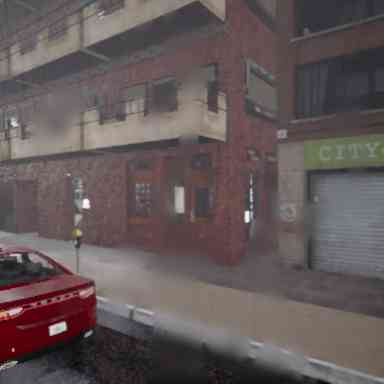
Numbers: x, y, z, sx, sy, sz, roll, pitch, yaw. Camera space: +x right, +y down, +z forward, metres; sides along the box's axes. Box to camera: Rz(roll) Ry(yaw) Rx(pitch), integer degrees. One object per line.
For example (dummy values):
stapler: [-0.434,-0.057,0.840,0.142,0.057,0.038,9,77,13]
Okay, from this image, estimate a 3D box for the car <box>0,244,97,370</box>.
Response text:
car: [-3.443,1.505,5.335,4.507,1.381,1.887,0,-1,35]
